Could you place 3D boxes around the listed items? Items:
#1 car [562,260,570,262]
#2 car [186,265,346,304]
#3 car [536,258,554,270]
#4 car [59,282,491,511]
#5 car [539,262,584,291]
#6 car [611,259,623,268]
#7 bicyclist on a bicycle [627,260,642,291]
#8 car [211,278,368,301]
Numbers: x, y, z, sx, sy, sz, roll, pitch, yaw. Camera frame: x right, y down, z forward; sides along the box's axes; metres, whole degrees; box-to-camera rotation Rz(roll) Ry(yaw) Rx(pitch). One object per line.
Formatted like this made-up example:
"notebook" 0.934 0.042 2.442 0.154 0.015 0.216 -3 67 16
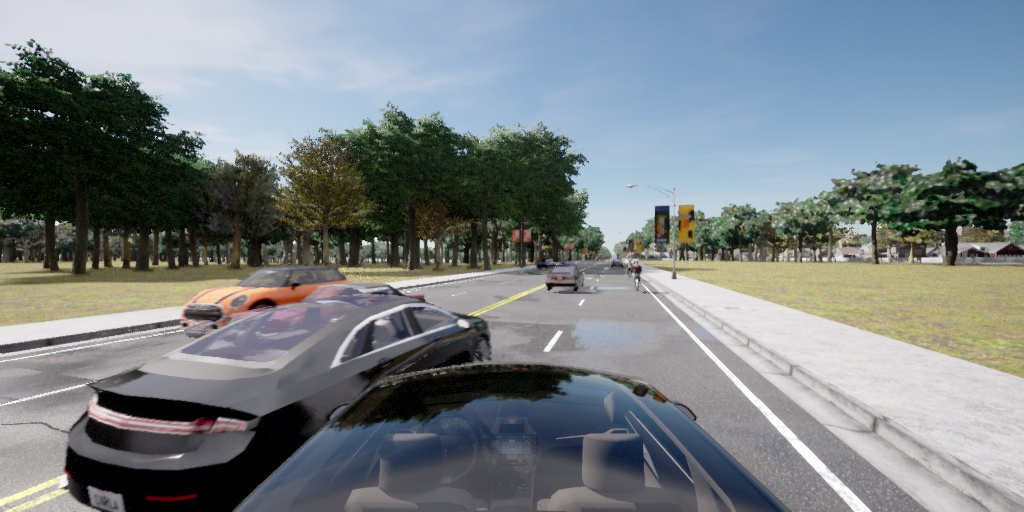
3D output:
"car" 7.526 1.309 49.060 2.033 1.411 5.357 0 0 16
"car" -6.902 1.101 10.776 2.097 1.767 4.553 0 0 16
"car" 4.906 1.114 51.679 2.097 1.767 4.553 0 0 16
"car" -1.748 1.240 4.469 2.128 1.511 4.902 0 0 16
"car" 3.335 1.299 22.086 2.033 1.411 5.357 0 0 16
"car" 18.416 1.306 62.652 1.812 1.442 4.674 0 0 16
"bicyclist on a bicycle" 6.936 1.122 19.989 0.659 1.776 1.843 0 0 16
"car" -4.091 1.350 8.797 1.895 1.301 4.718 0 0 16
